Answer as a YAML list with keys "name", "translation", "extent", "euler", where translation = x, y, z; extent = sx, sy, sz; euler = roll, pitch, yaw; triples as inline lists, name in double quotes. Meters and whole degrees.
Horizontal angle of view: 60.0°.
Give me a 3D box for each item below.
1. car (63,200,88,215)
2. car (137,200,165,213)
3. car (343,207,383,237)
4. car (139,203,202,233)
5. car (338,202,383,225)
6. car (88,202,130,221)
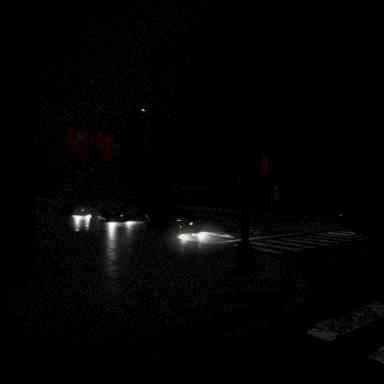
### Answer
- name: "car"
  translation: [-12.712, 1.622, 36.369]
  extent: [2.128, 1.511, 4.902]
  euler: [0, 0, -35]
- name: "car"
  translation: [-4.227, 1.616, 36.031]
  extent: [2.128, 1.511, 4.902]
  euler: [0, 0, -36]
- name: "car"
  translation: [10.151, 1.624, 16.028]
  extent: [1.895, 1.301, 4.718]
  euler: [0, 0, -36]
- name: "car"
  translation: [-1.207, 1.619, 20.347]
  extent: [1.994, 1.385, 4.181]
  euler: [0, 0, -36]
- name: "car"
  translation: [11.271, 1.393, 20.042]
  extent: [2.097, 1.767, 4.553]
  euler: [0, 0, -36]
- name: "car"
  translation: [-6.944, 1.619, 28.334]
  extent: [1.812, 1.442, 4.674]
  euler: [0, 0, -36]
